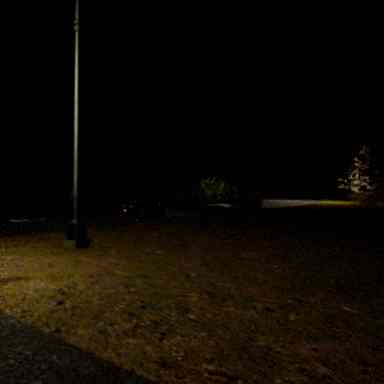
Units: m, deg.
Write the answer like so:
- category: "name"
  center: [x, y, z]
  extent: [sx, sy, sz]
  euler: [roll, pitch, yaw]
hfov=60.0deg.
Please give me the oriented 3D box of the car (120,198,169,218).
- category: "car"
  center: [-3.914, 1.299, 28.354]
  extent: [1.882, 1.535, 5.008]
  euler: [1, 0, 34]

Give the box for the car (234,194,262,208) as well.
- category: "car"
  center: [8.128, 1.357, 46.331]
  extent: [1.882, 1.535, 5.008]
  euler: [1, 0, 34]

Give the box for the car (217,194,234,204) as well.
- category: "car"
  center: [6.125, 1.105, 55.931]
  extent: [2.097, 1.767, 4.553]
  euler: [1, 0, 34]
